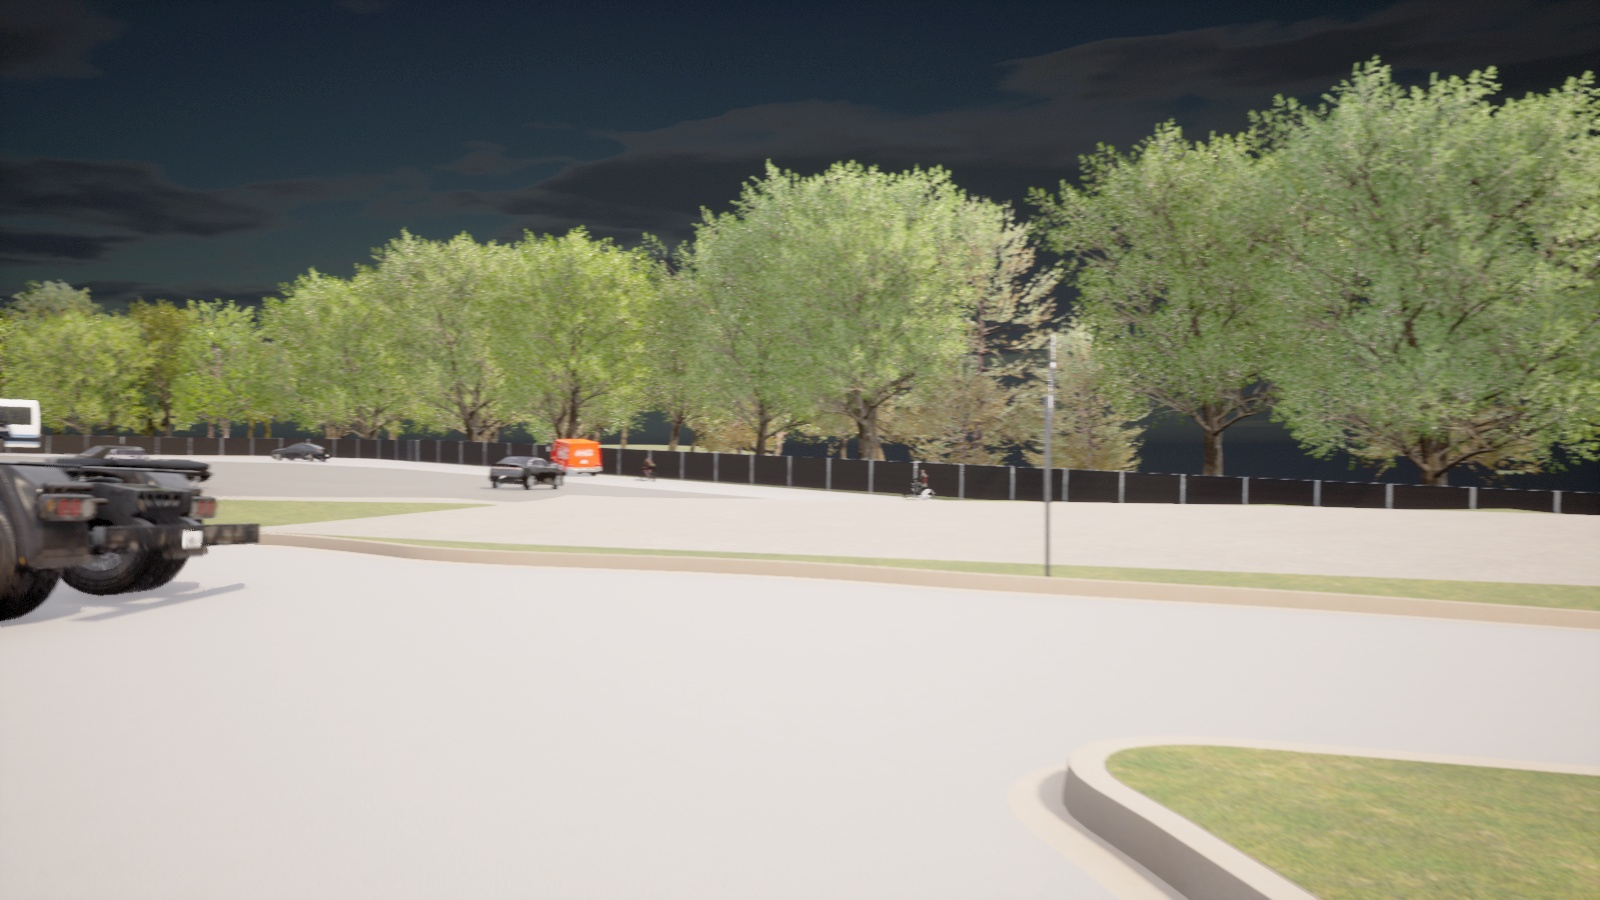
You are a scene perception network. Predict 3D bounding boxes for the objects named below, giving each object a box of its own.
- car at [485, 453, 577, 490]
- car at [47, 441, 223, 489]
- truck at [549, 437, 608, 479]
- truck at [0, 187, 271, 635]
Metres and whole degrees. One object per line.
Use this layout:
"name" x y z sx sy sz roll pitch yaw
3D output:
"car" -12.246 0.998 57.452 2.128 1.511 4.902 2 -1 14
"car" -21.614 0.508 40.949 4.718 1.301 1.895 3 0 -41
"truck" -15.383 0.478 86.978 2.627 2.467 5.204 -1 5 -27
"truck" -9.467 -0.394 11.414 7.936 3.462 2.891 2 -3 3
